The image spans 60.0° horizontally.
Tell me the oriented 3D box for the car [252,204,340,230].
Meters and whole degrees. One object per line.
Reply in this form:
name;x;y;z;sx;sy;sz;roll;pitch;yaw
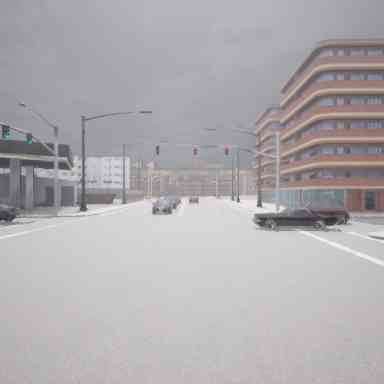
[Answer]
car;6.115;1.601;20.265;4.718;1.301;1.895;0;0;1

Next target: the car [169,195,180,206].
car;-3.133;1.352;44.948;2.097;1.767;4.553;0;0;0

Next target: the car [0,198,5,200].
car;-23.943;1.456;39.422;3.806;1.475;1.970;0;0;1

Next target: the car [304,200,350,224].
car;8.843;1.351;24.127;4.553;1.767;2.097;0;0;6

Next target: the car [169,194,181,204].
car;-3.208;1.352;65.120;2.097;1.767;4.553;0;0;0

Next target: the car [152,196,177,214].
car;-3.076;1.491;35.230;2.128;1.511;4.902;0;0;0

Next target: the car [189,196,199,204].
car;0.345;1.491;63.731;2.128;1.511;4.902;0;0;0

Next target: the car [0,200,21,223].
car;-14.983;1.505;23.977;4.892;1.490;1.837;0;0;1
